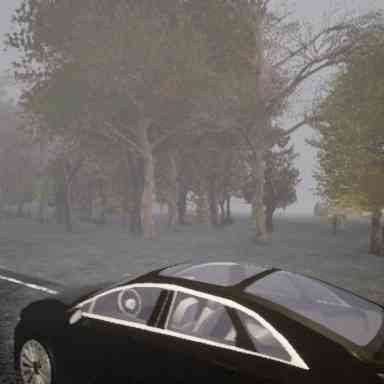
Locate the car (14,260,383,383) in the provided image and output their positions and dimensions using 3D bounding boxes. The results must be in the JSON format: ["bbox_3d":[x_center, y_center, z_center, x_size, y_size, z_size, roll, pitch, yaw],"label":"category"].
[{"bbox_3d":[-0.028,1.529,3.591,4.902,1.511,2.128,-2,-2,35],"label":"car"}]
